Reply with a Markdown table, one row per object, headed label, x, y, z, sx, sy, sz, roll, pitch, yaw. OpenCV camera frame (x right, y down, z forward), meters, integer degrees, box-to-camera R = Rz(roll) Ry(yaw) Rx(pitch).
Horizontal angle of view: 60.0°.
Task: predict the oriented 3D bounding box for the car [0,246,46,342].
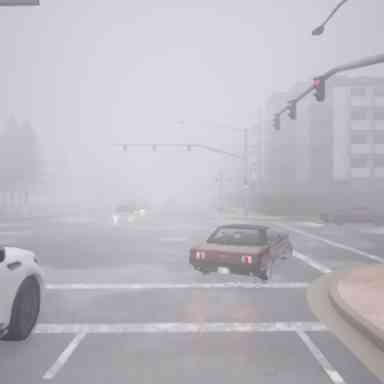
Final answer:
| label | x | y | z | sx | sy | sz | roll | pitch | yaw |
| --- | --- | --- | --- | --- | --- | --- | --- | --- | --- |
| car | -3.511 | 1.229 | 3.324 | 2.150 | 2.045 | 5.566 | 0 | 0 | -2 |

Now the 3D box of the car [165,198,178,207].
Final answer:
| label | x | y | z | sx | sy | sz | roll | pitch | yaw |
| --- | --- | --- | --- | --- | --- | --- | --- | --- | --- |
| car | -3.396 | 1.687 | 54.440 | 1.994 | 1.385 | 4.181 | 0 | 0 | 0 |

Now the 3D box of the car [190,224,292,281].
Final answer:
| label | x | y | z | sx | sy | sz | roll | pitch | yaw |
| --- | --- | --- | --- | --- | --- | --- | --- | --- | --- |
| car | 1.736 | 1.624 | 10.108 | 1.895 | 1.301 | 4.718 | 0 | 0 | 25 |

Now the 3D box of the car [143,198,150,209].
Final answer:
| label | x | y | z | sx | sy | sz | roll | pitch | yaw |
| --- | --- | --- | --- | --- | --- | --- | --- | --- | --- |
| car | -7.073 | 1.598 | 46.846 | 2.128 | 1.511 | 4.902 | 0 | 0 | 0 |

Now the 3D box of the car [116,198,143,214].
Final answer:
| label | x | y | z | sx | sy | sz | roll | pitch | yaw |
| --- | --- | --- | --- | --- | --- | --- | --- | --- | --- |
| car | -7.076 | 1.562 | 36.942 | 1.882 | 1.535 | 5.008 | 0 | 0 | 0 |

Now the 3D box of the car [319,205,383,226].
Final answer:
| label | x | y | z | sx | sy | sz | roll | pitch | yaw |
| --- | --- | --- | --- | --- | --- | --- | --- | --- | --- |
| car | 11.362 | 1.618 | 23.789 | 4.181 | 1.385 | 1.994 | 0 | 0 | -2 |
